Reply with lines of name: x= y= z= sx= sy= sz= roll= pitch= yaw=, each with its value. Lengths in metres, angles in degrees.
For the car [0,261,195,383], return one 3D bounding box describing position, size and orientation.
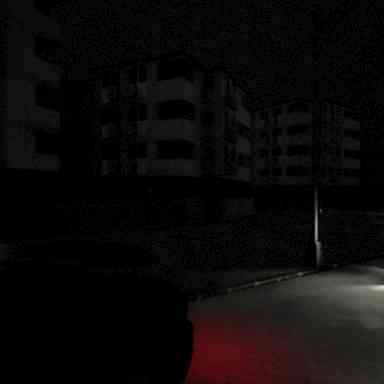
car: x=-2.310 y=1.476 z=2.951 sx=5.008 sy=1.535 sz=1.882 roll=1 pitch=0 yaw=-35
